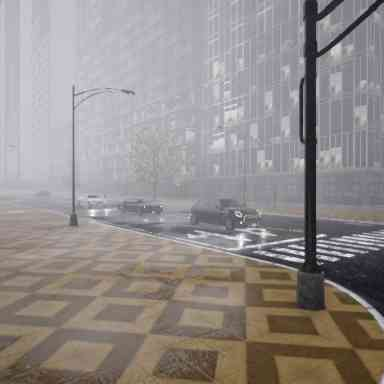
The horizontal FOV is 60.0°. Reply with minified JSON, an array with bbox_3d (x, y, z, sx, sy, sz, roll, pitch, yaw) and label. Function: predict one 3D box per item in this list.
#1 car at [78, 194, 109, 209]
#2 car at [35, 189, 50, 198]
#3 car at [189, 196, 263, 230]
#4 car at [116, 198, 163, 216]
[{"bbox_3d":[-10.533,0.910,34.941,1.812,1.442,4.674,0,1,-38],"label":"car"},{"bbox_3d":[-28.630,0.236,63.570,1.882,1.535,5.008,0,1,-38],"label":"car"},{"bbox_3d":[1.872,1.104,19.190,2.097,1.767,4.553,0,1,-38],"label":"car"},{"bbox_3d":[-4.287,1.171,26.993,1.895,1.301,4.718,0,1,-38],"label":"car"}]
